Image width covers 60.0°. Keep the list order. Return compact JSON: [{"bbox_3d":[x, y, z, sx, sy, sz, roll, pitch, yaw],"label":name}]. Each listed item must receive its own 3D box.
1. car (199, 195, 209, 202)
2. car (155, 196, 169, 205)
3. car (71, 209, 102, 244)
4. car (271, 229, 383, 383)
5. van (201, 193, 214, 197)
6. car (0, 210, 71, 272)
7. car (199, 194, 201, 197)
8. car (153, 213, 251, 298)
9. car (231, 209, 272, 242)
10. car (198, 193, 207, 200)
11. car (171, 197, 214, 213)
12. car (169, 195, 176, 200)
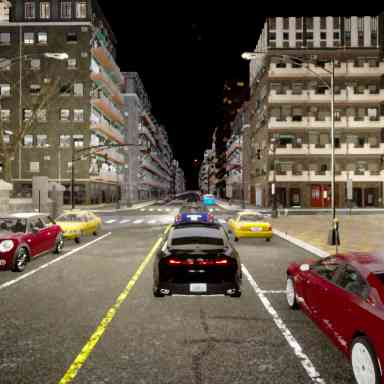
[{"bbox_3d":[2.771,1.503,76.818,2.008,1.369,4.403,1,0,0],"label":"car"},{"bbox_3d":[-5.626,1.556,59.870,1.802,1.307,4.206,1,0,0],"label":"car"},{"bbox_3d":[-5.666,1.527,15.996,1.752,1.417,4.829,1,0,0],"label":"car"},{"bbox_3d":[2.704,1.546,4.908,1.887,1.381,4.507,1,0,0],"label":"car"},{"bbox_3d":[2.753,1.321,54.134,1.690,1.788,3.998,1,0,0],"label":"van"},{"bbox_3d":[-5.670,1.442,10.552,1.967,1.590,4.097,1,0,0],"label":"car"},{"bbox_3d":[2.755,1.519,59.806,1.887,1.381,4.507,1,0,0],"label":"car"},{"bbox_3d":[0.111,1.507,8.531,1.837,1.490,4.892,0,0,0],"label":"car"},{"bbox_3d":[2.715,1.527,16.311,1.752,1.417,4.829,1,0,0],"label":"car"},{"bbox_3d":[2.785,1.249,88.160,2.192,1.841,5.009,1,0,0],"label":"car"},{"bbox_3d":[0.137,1.354,18.791,2.097,1.767,4.553,0,0,1],"label":"car"},{"bbox_3d":[-5.599,1.516,88.225,1.802,1.307,4.206,1,0,0],"label":"car"}]
